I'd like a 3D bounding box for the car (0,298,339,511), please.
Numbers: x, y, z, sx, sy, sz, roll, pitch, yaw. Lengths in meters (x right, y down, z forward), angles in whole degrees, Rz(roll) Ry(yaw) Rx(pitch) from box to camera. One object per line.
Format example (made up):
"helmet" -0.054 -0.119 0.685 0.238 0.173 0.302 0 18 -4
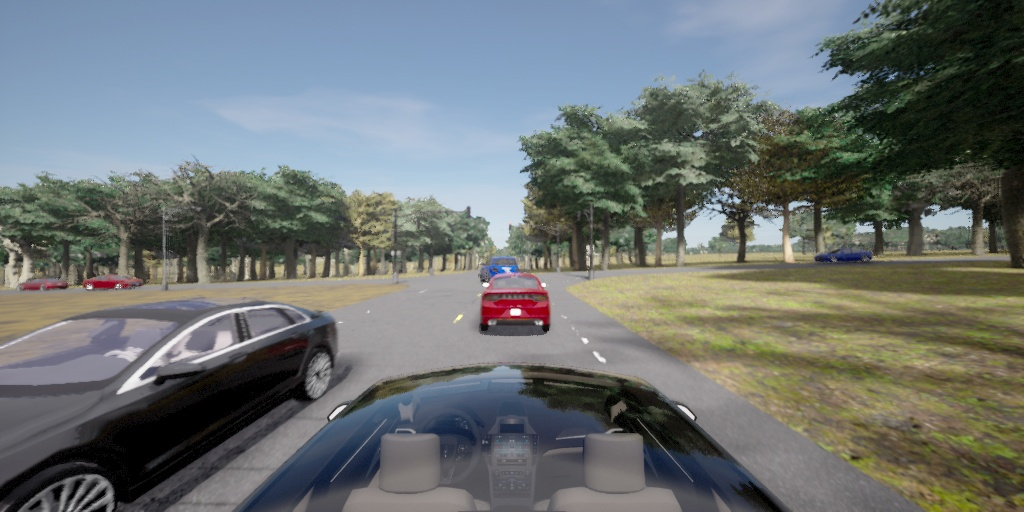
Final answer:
"car" -3.594 1.247 3.607 2.128 1.511 4.902 0 0 0

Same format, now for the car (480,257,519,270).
"car" -1.024 1.090 27.048 2.150 2.045 5.566 1 0 -14

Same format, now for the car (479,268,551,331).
"car" 0.082 1.268 11.217 1.882 1.535 5.008 0 -1 0

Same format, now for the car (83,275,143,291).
"car" -40.635 2.691 36.621 5.008 1.535 1.882 -2 -1 3

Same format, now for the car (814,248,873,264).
"car" 34.452 -0.020 37.418 5.008 1.535 1.882 -2 -1 2
